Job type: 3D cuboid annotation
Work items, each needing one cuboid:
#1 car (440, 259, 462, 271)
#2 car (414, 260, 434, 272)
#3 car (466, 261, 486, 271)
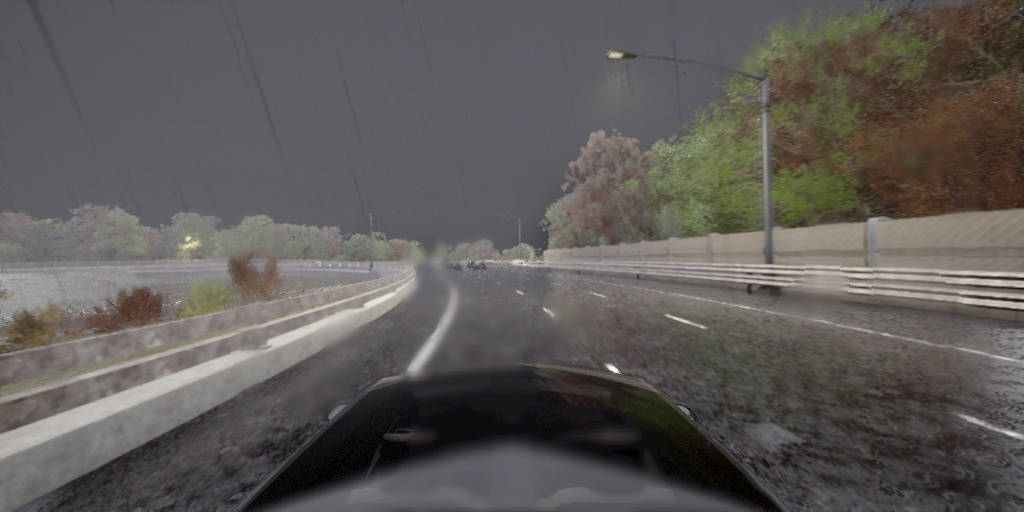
[{"bbox_3d":[-9.205,1.311,53.743,2.097,1.767,4.553,-1,0,-27],"label":"car"},{"bbox_3d":[-13.293,1.393,53.941,2.097,1.767,4.553,-1,0,-29],"label":"car"},{"bbox_3d":[-5.399,1.408,54.034,1.812,1.442,4.674,-1,0,-27],"label":"car"}]
